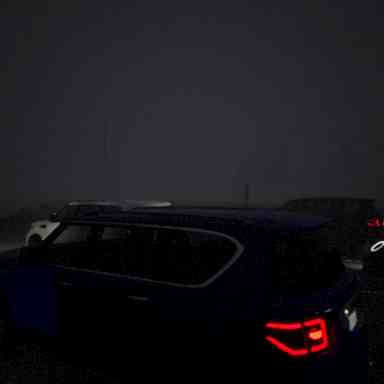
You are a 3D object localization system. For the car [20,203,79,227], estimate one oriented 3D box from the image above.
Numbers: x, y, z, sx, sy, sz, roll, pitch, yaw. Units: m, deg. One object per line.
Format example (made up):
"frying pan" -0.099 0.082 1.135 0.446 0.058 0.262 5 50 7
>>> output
"car" -10.472 1.602 24.355 4.674 1.442 1.812 0 0 35

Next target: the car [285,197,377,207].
"car" 4.701 1.234 13.521 5.566 2.045 2.150 0 0 35

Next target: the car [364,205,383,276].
"car" 6.626 1.349 7.863 4.553 1.767 2.097 0 0 36

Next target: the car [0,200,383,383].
"car" -0.746 1.232 4.524 5.566 2.045 2.150 0 0 35

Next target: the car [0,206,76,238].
"car" -9.220 1.610 19.165 5.357 1.411 2.033 0 0 35

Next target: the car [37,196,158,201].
"car" -2.891 1.249 10.352 5.566 2.045 2.150 0 0 35
